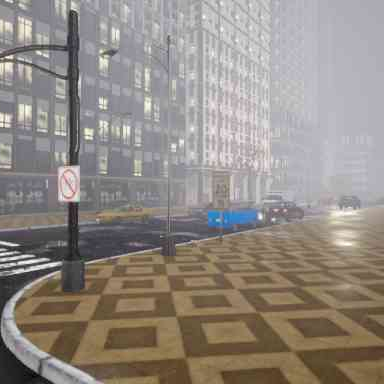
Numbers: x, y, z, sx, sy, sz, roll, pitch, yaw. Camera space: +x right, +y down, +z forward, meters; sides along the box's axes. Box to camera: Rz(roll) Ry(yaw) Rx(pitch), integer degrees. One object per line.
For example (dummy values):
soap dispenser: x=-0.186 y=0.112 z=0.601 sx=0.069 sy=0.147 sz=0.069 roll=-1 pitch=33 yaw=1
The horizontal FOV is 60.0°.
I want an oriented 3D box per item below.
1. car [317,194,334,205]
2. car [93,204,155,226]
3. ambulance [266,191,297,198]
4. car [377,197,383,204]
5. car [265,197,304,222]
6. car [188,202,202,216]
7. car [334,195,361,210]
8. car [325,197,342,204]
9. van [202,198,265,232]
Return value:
car: x=25.147 y=1.381 z=62.548 sx=2.192 sy=1.841 sz=5.009 roll=0 pitch=0 yaw=38
car: x=-4.777 y=1.540 z=24.009 sx=1.752 sy=1.417 sz=4.829 roll=0 pitch=0 yaw=38
ambulance: x=10.215 y=1.063 z=39.013 sx=2.351 sy=2.431 sz=6.366 roll=0 pitch=0 yaw=38
car: x=38.183 y=1.658 z=66.537 sx=1.947 sy=1.339 sz=4.313 roll=0 pitch=0 yaw=38
car: x=7.580 y=1.472 z=26.905 sx=1.967 sy=1.590 sz=4.097 roll=0 pitch=0 yaw=38
car: x=1.343 y=1.604 z=31.722 sx=1.802 sy=1.307 sz=4.206 roll=0 pitch=0 yaw=38
car: x=21.181 y=1.368 z=44.520 sx=2.192 sy=1.841 sz=5.009 roll=0 pitch=0 yaw=38
car: x=28.547 y=1.625 z=66.951 sx=2.008 sy=1.369 sz=4.403 roll=0 pitch=0 yaw=38
van: x=2.607 y=1.368 z=20.284 sx=1.690 sy=1.788 sz=3.998 roll=0 pitch=0 yaw=38
